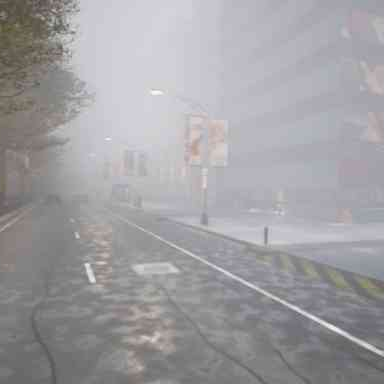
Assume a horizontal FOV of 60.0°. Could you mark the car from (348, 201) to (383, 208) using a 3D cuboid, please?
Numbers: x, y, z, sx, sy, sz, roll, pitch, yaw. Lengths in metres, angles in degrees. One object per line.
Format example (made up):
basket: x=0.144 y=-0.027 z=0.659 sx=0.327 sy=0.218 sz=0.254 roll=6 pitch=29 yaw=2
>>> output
car: x=16.343 y=1.507 z=29.277 sx=2.002 sy=1.452 sz=4.674 roll=1 pitch=0 yaw=-22

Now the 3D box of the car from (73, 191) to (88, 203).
car: x=-15.985 y=0.799 z=47.655 sx=1.882 sy=1.535 sz=5.008 roll=1 pitch=0 yaw=-21

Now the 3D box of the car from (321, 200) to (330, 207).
car: x=18.968 y=1.622 z=42.985 sx=1.895 sy=1.301 sz=4.718 roll=1 pitch=0 yaw=-22

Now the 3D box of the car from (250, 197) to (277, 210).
car: x=8.030 y=1.344 z=39.108 sx=2.161 sy=1.482 sz=4.786 roll=1 pitch=0 yaw=-22

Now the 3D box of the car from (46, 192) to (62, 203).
car: x=-19.615 y=0.745 z=47.320 sx=1.837 sy=1.490 sz=4.892 roll=1 pitch=0 yaw=-21

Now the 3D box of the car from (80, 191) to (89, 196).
car: x=-28.893 y=0.350 z=89.044 sx=1.895 sy=1.301 sz=4.718 roll=1 pitch=0 yaw=-22
